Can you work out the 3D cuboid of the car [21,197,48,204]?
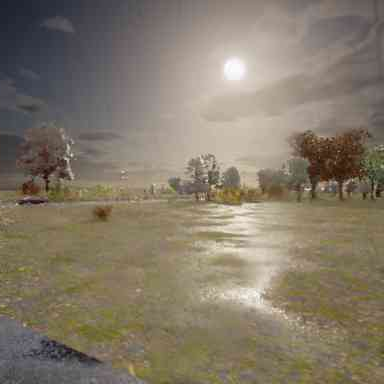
[{"bbox_3d":[-31.670,1.708,66.968,1.895,1.301,4.718,0,0,34],"label":"car"}]

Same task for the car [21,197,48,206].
[{"bbox_3d":[-28.238,1.592,59.489,1.882,1.535,5.008,0,0,34],"label":"car"}]
